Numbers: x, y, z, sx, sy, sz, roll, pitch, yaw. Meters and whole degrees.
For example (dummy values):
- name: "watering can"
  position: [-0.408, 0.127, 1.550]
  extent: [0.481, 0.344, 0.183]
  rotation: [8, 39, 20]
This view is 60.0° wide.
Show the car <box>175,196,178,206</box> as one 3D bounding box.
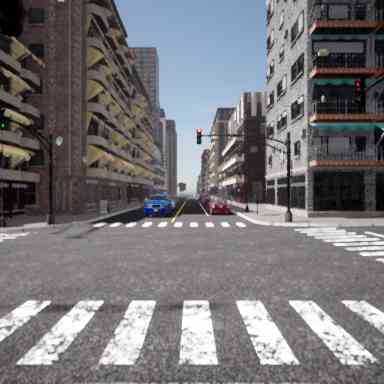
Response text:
- name: "car"
  position: [-3.084, 1.507, 41.506]
  extent: [1.812, 1.442, 4.674]
  rotation: [0, 0, 0]

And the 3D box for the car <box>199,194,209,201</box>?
- name: "car"
  position: [2.715, 1.559, 60.712]
  extent: [1.802, 1.307, 4.206]
  rotation: [0, 0, 0]

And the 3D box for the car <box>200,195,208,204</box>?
- name: "car"
  position: [2.713, 1.560, 55.178]
  extent: [1.802, 1.307, 4.206]
  rotation: [0, 0, 0]

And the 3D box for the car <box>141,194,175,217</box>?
- name: "car"
  position: [-3.087, 1.207, 31.190]
  extent: [2.150, 2.045, 5.566]
  rotation: [0, 0, 0]

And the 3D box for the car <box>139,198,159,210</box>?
- name: "car"
  position: [-5.672, 1.531, 44.113]
  extent: [2.008, 1.369, 4.403]
  rotation: [0, 0, 0]

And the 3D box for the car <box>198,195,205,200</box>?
- name: "car"
  position: [2.727, 1.524, 93.917]
  extent: [1.887, 1.381, 4.507]
  rotation: [0, 0, 0]

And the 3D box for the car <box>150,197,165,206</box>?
- name: "car"
  position: [-5.667, 1.543, 55.182]
  extent: [1.947, 1.339, 4.313]
  rotation: [0, 0, 0]

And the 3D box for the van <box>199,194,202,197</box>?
- name: "van"
  position: [2.718, 1.318, 66.246]
  extent: [1.690, 1.788, 3.998]
  rotation: [0, 0, 0]

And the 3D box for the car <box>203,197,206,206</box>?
- name: "car"
  position: [2.707, 1.533, 38.575]
  extent: [2.008, 1.369, 4.403]
  rotation: [0, 0, 0]

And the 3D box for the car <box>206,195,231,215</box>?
- name: "car"
  position: [2.705, 1.425, 33.041]
  extent: [1.967, 1.590, 4.097]
  rotation: [0, 0, 0]

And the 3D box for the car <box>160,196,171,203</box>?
- name: "car"
  position: [-5.661, 1.522, 71.784]
  extent: [1.887, 1.381, 4.507]
  rotation: [0, 0, 0]

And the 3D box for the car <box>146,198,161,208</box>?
- name: "car"
  position: [-5.669, 1.561, 49.647]
  extent: [1.802, 1.307, 4.206]
  rotation: [0, 0, 0]
